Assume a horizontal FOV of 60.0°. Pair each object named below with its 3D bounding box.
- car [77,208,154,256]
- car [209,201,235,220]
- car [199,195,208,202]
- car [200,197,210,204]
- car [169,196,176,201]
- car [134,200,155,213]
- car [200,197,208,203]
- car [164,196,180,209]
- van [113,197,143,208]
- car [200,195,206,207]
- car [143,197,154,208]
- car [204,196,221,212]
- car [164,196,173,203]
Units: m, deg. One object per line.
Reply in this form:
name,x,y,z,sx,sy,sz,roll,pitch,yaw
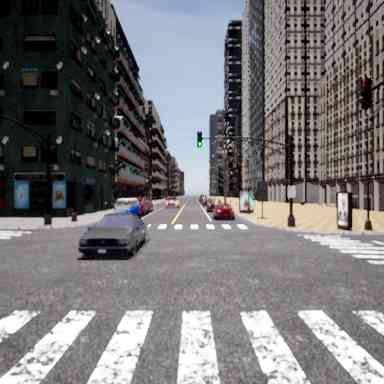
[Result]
car,-2.980,1.595,13.696,2.033,1.411,5.357,0,0,0
car,2.739,1.686,28.936,1.802,1.307,4.206,0,0,0
car,2.821,1.646,84.213,2.192,1.841,5.009,0,0,0
car,2.804,1.827,73.157,1.887,1.381,4.507,0,0,0
car,-5.545,1.948,95.280,1.947,1.339,4.313,0,0,0
car,-5.625,1.690,40.005,1.887,1.381,4.507,0,0,0
car,2.812,1.889,78.684,1.802,1.307,4.206,0,0,0
car,-2.928,1.523,49.304,2.097,1.767,4.553,0,0,0
van,-5.640,1.445,28.950,1.690,1.788,3.998,0,0,0
car,2.780,1.651,56.575,1.967,1.590,4.097,0,0,0
car,-5.632,1.439,34.478,2.192,1.841,5.009,0,0,0
car,2.756,1.586,39.992,1.967,1.590,4.097,0,0,0
car,-5.568,1.747,78.698,1.967,1.590,4.097,0,0,0
